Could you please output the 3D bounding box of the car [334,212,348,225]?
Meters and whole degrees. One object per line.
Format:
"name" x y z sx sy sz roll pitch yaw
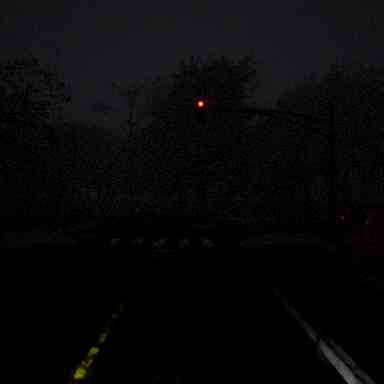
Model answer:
"car" 11.563 1.577 20.260 5.357 1.411 2.033 0 0 7
